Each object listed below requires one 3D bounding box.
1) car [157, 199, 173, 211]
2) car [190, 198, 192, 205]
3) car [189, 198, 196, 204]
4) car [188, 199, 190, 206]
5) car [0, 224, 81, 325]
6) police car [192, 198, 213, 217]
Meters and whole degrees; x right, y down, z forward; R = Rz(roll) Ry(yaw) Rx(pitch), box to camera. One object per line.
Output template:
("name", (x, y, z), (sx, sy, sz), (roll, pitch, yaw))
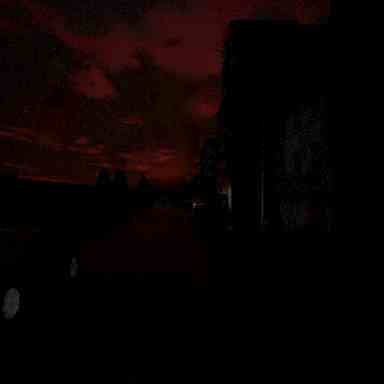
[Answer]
("car", (-4.029, 1.869, 50.089), (2.097, 1.767, 4.553), (0, -1, 0))
("car", (1.194, 1.836, 51.833), (2.097, 1.767, 4.553), (-3, -1, 0))
("car", (0.076, 2.297, 83.985), (1.837, 1.490, 4.892), (0, -1, 0))
("car", (0.063, 2.172, 68.978), (2.128, 1.511, 4.902), (0, -1, 0))
("car", (-4.093, 1.556, 7.461), (1.882, 1.535, 5.008), (0, -1, 0))
("police car", (1.221, 1.792, 35.974), (1.930, 1.638, 5.238), (0, -1, 0))
